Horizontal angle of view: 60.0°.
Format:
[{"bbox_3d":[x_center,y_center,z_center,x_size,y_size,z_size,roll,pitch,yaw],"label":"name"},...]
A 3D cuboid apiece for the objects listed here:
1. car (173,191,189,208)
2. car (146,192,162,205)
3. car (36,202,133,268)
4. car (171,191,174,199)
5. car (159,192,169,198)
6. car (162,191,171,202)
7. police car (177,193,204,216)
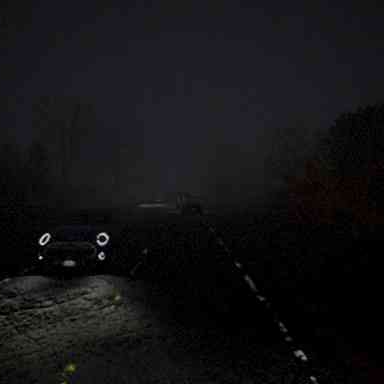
[{"bbox_3d":[-0.817,1.063,39.534,2.097,1.767,4.553,0,0,-5],"label":"car"},{"bbox_3d":[-5.976,1.136,51.348,1.837,1.490,4.892,0,1,-6],"label":"car"},{"bbox_3d":[-3.298,1.272,11.000,2.097,1.767,4.553,0,0,-2],"label":"car"},{"bbox_3d":[-1.361,0.893,45.599,2.150,2.045,5.566,0,0,-5],"label":"car"},{"bbox_3d":[-6.734,0.749,80.071,1.837,1.490,4.892,0,0,-10],"label":"car"},{"bbox_3d":[-4.273,0.768,63.587,2.150,2.045,5.566,0,0,-8],"label":"car"},{"bbox_3d":[-0.089,1.208,29.653,1.930,1.638,5.238,0,0,-4],"label":"police car"}]
